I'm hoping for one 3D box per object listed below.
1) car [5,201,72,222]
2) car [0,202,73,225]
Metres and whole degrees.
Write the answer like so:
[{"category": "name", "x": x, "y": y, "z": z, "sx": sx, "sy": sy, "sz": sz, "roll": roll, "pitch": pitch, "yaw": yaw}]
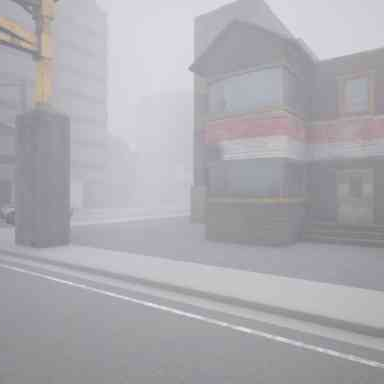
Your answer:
[{"category": "car", "x": -10.679, "y": 1.295, "z": 23.547, "sx": 1.853, "sy": 1.218, "sz": 4.536, "roll": 0, "pitch": 0, "yaw": 15}, {"category": "car", "x": -10.693, "y": 1.453, "z": 23.497, "sx": 2.038, "sy": 1.542, "sz": 4.974, "roll": 0, "pitch": 0, "yaw": 15}]
